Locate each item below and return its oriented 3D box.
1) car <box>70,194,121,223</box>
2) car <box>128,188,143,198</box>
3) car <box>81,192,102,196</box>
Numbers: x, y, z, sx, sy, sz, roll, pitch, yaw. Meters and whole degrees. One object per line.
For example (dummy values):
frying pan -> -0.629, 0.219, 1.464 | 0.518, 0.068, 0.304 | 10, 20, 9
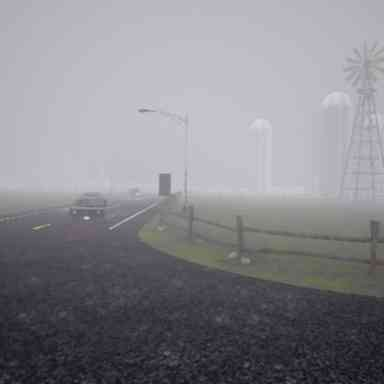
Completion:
car -> -5.633, 1.051, 20.052 | 1.895, 1.301, 4.718 | 1, 1, 0
car -> -9.300, 0.142, 55.166 | 1.837, 1.490, 4.892 | 1, 1, 0
car -> -9.349, 0.689, 30.988 | 2.033, 1.411, 5.357 | 1, 1, 0
